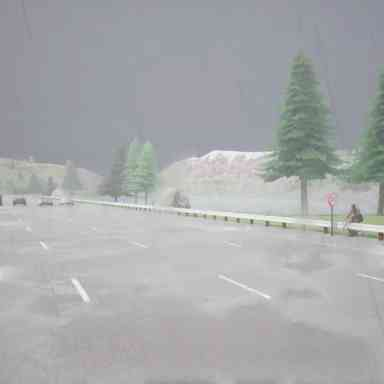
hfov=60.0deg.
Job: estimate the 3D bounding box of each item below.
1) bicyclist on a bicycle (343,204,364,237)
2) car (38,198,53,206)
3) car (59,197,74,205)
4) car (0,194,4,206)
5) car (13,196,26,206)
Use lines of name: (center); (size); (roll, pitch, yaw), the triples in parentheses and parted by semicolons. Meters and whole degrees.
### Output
bicyclist on a bicycle: (8.105, 1.438, 16.593); (1.656, 1.620, 0.582); (6, -3, -30)
car: (-24.036, 1.601, 54.446); (1.895, 1.301, 4.718); (0, 0, -31)
car: (-21.663, 1.526, 57.301); (1.812, 1.442, 4.674); (0, 0, -30)
car: (-32.004, 1.221, 54.156); (2.150, 2.045, 5.566); (0, 0, -31)
car: (-29.355, 1.491, 56.549); (2.128, 1.511, 4.902); (0, 0, -31)
